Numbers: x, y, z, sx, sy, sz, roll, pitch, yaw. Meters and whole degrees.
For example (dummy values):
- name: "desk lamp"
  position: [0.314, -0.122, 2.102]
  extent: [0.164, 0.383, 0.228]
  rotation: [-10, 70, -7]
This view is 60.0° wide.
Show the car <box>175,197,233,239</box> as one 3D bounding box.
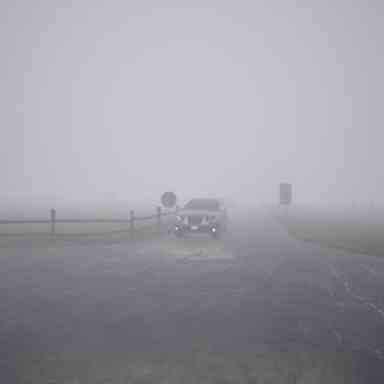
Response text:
- name: "car"
  position: [0.723, 1.325, 18.281]
  extent: [2.150, 2.045, 5.566]
  rotation: [1, 0, 13]

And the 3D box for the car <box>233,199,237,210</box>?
- name: "car"
  position: [5.479, 1.680, 47.536]
  extent: [1.812, 1.442, 4.674]
  rotation: [0, 0, 9]
